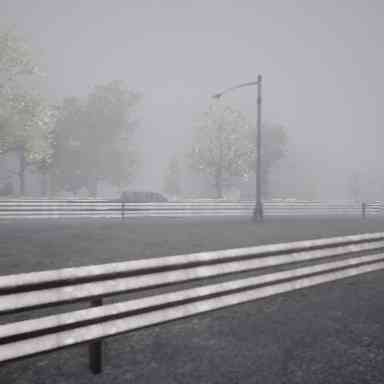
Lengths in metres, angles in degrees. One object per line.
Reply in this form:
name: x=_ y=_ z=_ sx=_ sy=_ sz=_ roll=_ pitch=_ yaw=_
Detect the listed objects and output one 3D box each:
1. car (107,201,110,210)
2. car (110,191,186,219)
car: x=-4.696 y=1.264 z=29.560 sx=4.892 sy=1.490 sz=1.837 roll=1 pitch=-1 yaw=-22
car: x=-3.299 y=0.964 z=26.347 sx=5.566 sy=2.045 sz=2.150 roll=1 pitch=-1 yaw=-22
